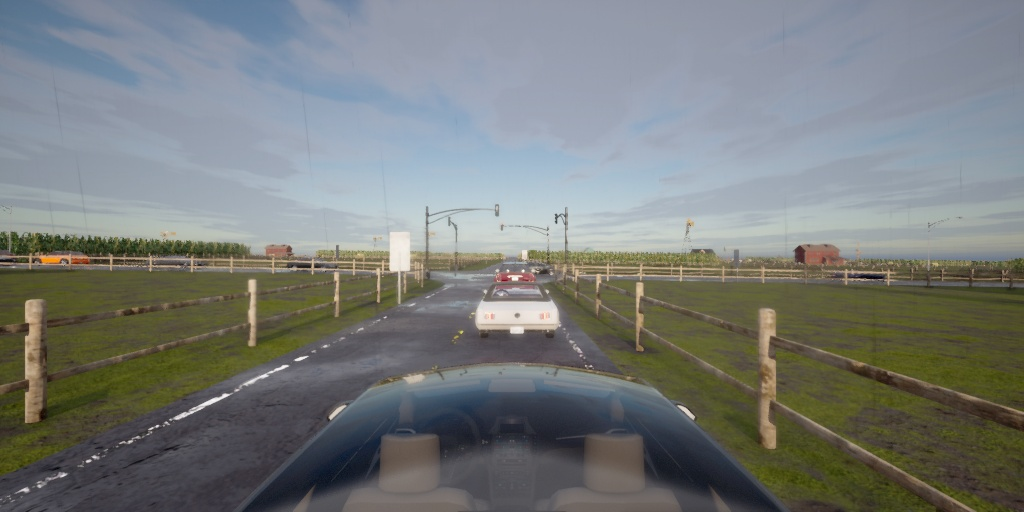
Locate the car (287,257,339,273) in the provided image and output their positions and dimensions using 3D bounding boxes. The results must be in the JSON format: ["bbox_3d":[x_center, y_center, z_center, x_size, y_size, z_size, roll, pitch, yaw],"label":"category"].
[{"bbox_3d":[-20.311,0.896,36.730,4.892,1.490,1.837,2,0,0],"label":"car"}]

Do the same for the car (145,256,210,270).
[{"bbox_3d":[-34.244,0.689,36.777,5.357,1.411,2.033,1,0,0],"label":"car"}]

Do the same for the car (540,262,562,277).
[{"bbox_3d":[2.639,1.329,36.660,4.892,1.490,1.837,1,0,0],"label":"car"}]

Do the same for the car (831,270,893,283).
[{"bbox_3d":[35.665,2.058,36.558,4.718,1.301,1.895,1,0,0],"label":"car"}]

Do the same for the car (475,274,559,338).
[{"bbox_3d":[0.124,1.352,10.135,1.895,1.301,4.718,0,0,0],"label":"car"}]

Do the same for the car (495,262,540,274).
[{"bbox_3d":[0.180,1.104,19.123,2.097,1.767,4.553,0,0,1],"label":"car"}]
